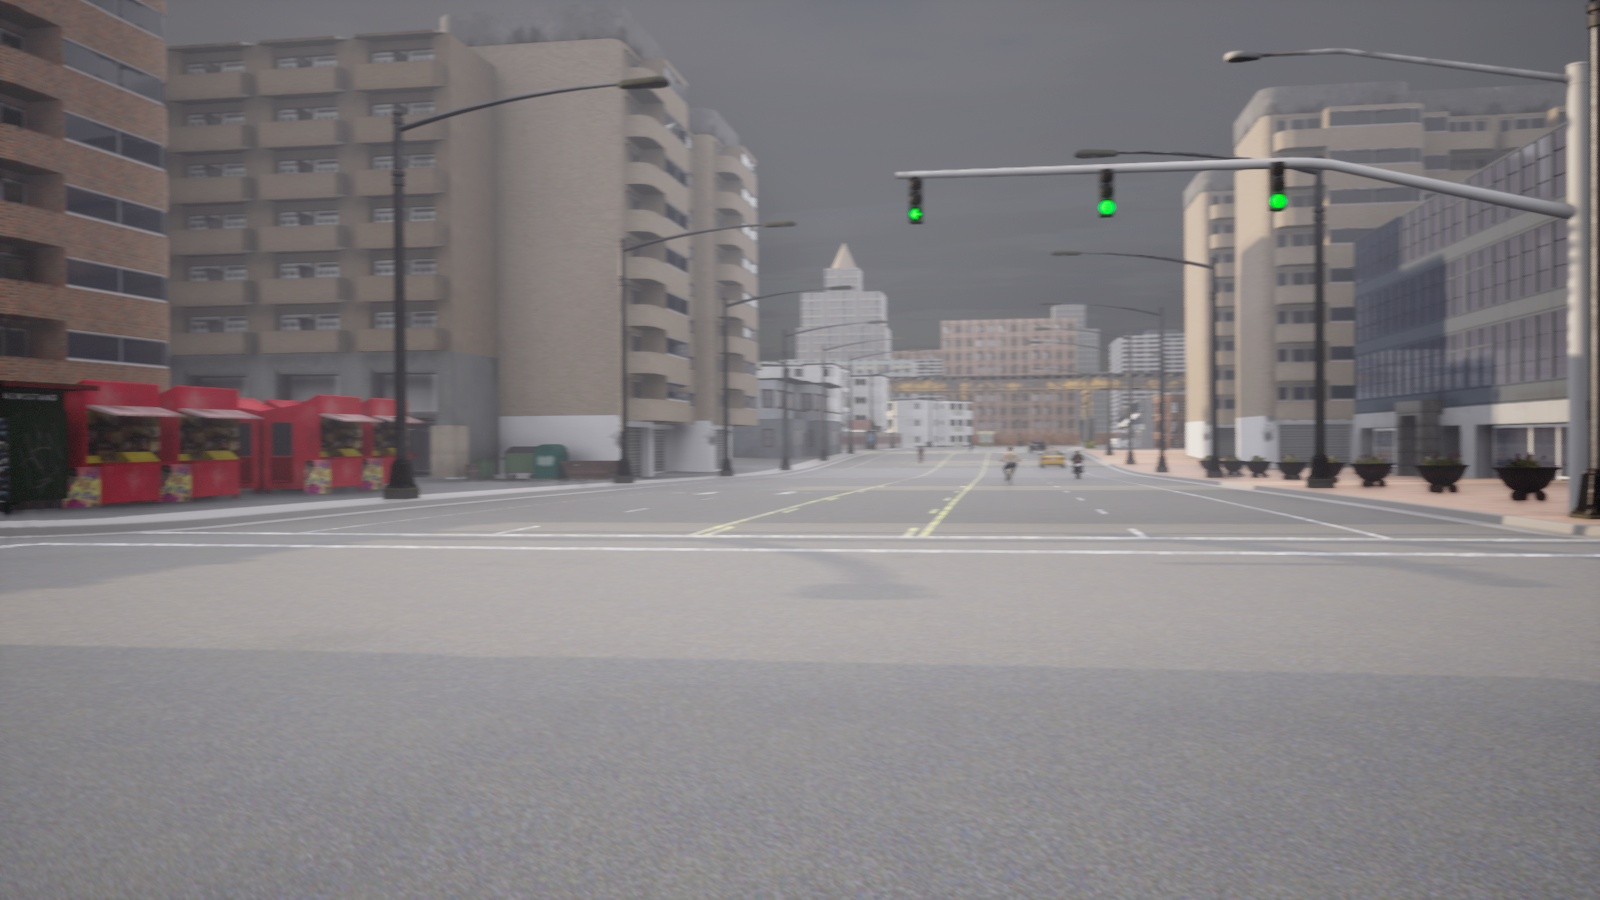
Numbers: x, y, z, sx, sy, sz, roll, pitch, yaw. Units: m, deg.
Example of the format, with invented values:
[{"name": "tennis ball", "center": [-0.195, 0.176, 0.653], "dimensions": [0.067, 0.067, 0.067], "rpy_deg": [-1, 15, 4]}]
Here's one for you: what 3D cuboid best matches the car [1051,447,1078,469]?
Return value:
[{"name": "car", "center": [20.239, 0.591, 96.313], "dimensions": [1.801, 1.575, 5.366], "rpy_deg": [0, 1, 10]}]
